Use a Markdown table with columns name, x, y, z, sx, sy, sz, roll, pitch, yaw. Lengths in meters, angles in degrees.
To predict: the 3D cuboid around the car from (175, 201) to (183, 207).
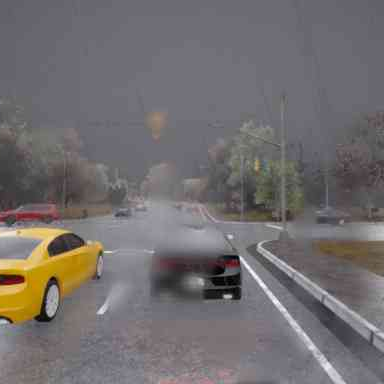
| name | x | y | z | sx | sy | sz | roll | pitch | yaw |
| --- | --- | --- | --- | --- | --- | --- | --- | --- | --- |
| car | -3.445 | 3.177 | 86.827 | 1.994 | 1.385 | 4.181 | 0 | 0 | -3 |

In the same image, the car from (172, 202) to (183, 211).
| name | x | y | z | sx | sy | sz | roll | pitch | yaw |
| --- | --- | --- | --- | --- | --- | --- | --- | --- | --- |
| car | -3.344 | 3.228 | 71.747 | 1.837 | 1.490 | 4.892 | 0 | 0 | 0 |

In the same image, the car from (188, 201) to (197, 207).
| name | x | y | z | sx | sy | sz | roll | pitch | yaw |
| --- | --- | --- | --- | --- | --- | --- | --- | --- | --- |
| car | 0.072 | 3.172 | 86.403 | 2.033 | 1.411 | 5.357 | 0 | 0 | -3 |

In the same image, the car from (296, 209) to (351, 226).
| name | x | y | z | sx | sy | sz | roll | pitch | yaw |
| --- | --- | --- | --- | --- | --- | --- | --- | --- | --- |
| car | 12.458 | 2.442 | 31.644 | 4.892 | 1.490 | 1.837 | 0 | -2 | 0 |

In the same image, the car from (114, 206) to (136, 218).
| name | x | y | z | sx | sy | sz | roll | pitch | yaw |
| --- | --- | --- | --- | --- | --- | --- | --- | --- | --- |
| car | -10.493 | 3.178 | 51.278 | 2.033 | 1.411 | 5.357 | 0 | -1 | 0 |

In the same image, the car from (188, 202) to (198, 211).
| name | x | y | z | sx | sy | sz | roll | pitch | yaw |
| --- | --- | --- | --- | --- | --- | --- | --- | --- | --- |
| car | 0.178 | 3.087 | 70.995 | 2.097 | 1.767 | 4.553 | 0 | 0 | 0 |

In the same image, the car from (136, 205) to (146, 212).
| name | x | y | z | sx | sy | sz | roll | pitch | yaw |
| --- | --- | --- | --- | --- | --- | --- | --- | --- | --- |
| car | -10.378 | 3.282 | 67.040 | 1.812 | 1.442 | 4.674 | 0 | 0 | 0 |

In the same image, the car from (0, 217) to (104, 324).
| name | x | y | z | sx | sy | sz | roll | pitch | yaw |
| --- | --- | --- | --- | --- | --- | --- | --- | --- | --- |
| car | -3.406 | 1.544 | 7.373 | 1.882 | 1.535 | 5.008 | 0 | -1 | 0 |

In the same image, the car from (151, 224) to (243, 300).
| name | x | y | z | sx | sy | sz | roll | pitch | yaw |
| --- | --- | --- | --- | --- | --- | --- | --- | --- | --- |
| car | 0.101 | 1.567 | 8.615 | 1.882 | 1.535 | 5.008 | 0 | -1 | 0 |

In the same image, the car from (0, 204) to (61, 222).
| name | x | y | z | sx | sy | sz | roll | pitch | yaw |
| --- | --- | --- | --- | --- | --- | --- | --- | --- | --- |
| car | -16.117 | 2.230 | 33.363 | 5.566 | 2.045 | 2.150 | 1 | -1 | -23 |
